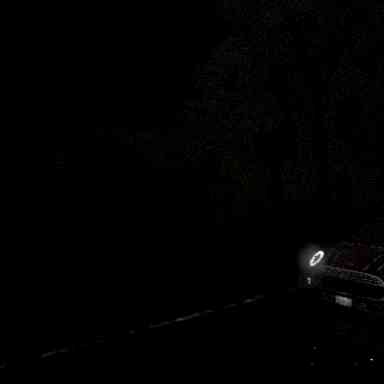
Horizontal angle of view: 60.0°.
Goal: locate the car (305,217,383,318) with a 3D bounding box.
[{"bbox_3d":[4.526,1.350,7.221,4.553,1.767,2.097,0,0,-35],"label":"car"}]
